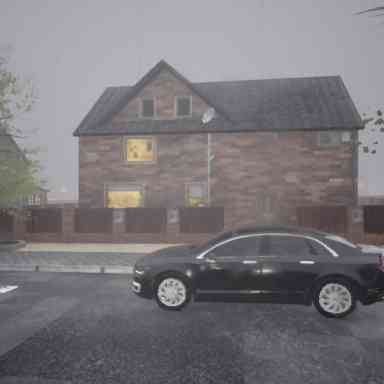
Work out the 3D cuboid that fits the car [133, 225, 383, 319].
[{"bbox_3d":[1.233,1.453,6.798,4.892,1.490,1.837,-1,1,9],"label":"car"}]
